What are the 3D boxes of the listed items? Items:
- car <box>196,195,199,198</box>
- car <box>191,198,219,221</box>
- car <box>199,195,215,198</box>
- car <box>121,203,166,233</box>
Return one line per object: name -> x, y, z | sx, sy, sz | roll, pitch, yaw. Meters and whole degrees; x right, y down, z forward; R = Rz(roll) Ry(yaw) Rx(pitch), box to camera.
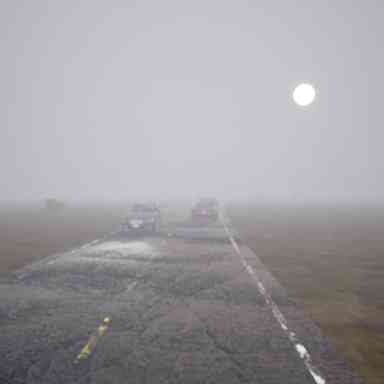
car -> 1.780, 1.187, 62.953 | 1.994, 1.385, 4.181 | 0, 0, 9
car -> 0.989, 1.401, 25.757 | 1.994, 1.385, 4.181 | 0, 0, 4
car -> 2.315, 1.295, 42.142 | 1.994, 1.385, 4.181 | 0, 0, 6
car -> -2.613, 1.371, 18.645 | 2.128, 1.511, 4.902 | 0, 0, 3
